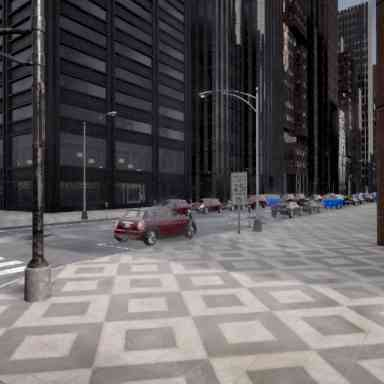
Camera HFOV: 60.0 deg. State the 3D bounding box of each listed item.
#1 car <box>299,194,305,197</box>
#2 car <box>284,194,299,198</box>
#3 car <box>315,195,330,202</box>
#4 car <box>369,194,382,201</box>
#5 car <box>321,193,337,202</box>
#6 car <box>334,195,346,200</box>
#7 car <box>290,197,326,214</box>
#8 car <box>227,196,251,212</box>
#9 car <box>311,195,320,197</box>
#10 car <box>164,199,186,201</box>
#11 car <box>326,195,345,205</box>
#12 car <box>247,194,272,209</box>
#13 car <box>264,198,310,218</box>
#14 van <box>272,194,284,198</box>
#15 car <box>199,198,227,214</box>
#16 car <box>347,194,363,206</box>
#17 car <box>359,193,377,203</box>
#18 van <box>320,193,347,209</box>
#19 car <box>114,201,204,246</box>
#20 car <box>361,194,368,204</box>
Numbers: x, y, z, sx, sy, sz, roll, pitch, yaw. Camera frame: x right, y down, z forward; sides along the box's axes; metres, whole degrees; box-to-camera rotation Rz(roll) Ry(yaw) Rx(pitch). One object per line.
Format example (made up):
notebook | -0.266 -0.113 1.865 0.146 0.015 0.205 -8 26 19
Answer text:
car | 17.764 1.201 56.623 2.192 1.841 5.009 0 0 36
car | 14.489 1.211 52.070 2.192 1.841 5.009 0 0 36
car | 27.593 1.408 70.285 2.008 1.369 4.403 0 0 36
car | 41.073 1.249 74.425 1.967 1.590 4.097 0 0 36
car | 30.868 1.164 74.838 2.192 1.841 5.009 0 0 36
car | 37.420 1.398 83.945 1.947 1.339 4.313 0 0 36
car | 11.593 1.466 33.445 1.947 1.339 4.313 0 0 36
car | 4.662 1.482 38.410 2.008 1.369 4.403 0 0 36
car | 24.317 1.307 65.731 1.967 1.590 4.097 0 0 36
car | -1.890 1.397 29.302 1.967 1.590 4.097 0 0 36
car | 23.798 1.339 54.970 1.882 1.535 5.008 0 0 36
car | 7.937 1.234 42.963 2.192 1.841 5.009 0 0 36
car | 8.317 1.464 28.892 2.008 1.369 4.403 0 0 36
van | 11.212 1.248 47.516 1.690 1.788 3.998 0 0 36
car | 1.386 1.384 33.856 1.967 1.590 4.097 0 0 36
car | 24.695 1.421 51.658 1.947 1.339 4.313 0 0 36
car | 34.522 1.372 65.318 1.887 1.381 4.507 0 0 36
van | 18.143 1.218 42.552 1.690 1.788 3.998 0 0 36
car | -1.510 1.393 15.233 1.967 1.590 4.097 0 0 36
car | 27.970 1.411 56.212 1.947 1.339 4.313 0 0 36
